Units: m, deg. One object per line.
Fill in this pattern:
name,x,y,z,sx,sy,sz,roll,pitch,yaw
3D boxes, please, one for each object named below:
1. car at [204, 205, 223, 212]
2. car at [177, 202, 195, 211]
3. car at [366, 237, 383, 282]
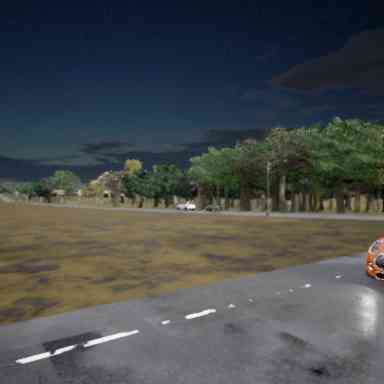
car,4.339,3.369,68.196,1.837,1.490,4.892,1,-2,-33
car,-1.387,3.232,76.953,2.150,2.045,5.566,1,-2,-33
car,6.511,1.370,8.621,4.553,1.767,2.097,0,0,-35
